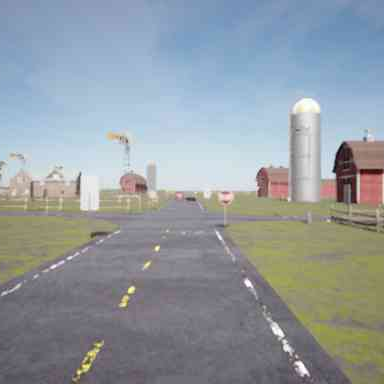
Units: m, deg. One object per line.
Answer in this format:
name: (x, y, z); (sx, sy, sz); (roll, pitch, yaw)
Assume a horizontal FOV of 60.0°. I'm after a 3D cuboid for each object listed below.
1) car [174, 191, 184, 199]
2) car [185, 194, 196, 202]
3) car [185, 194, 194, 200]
car: (-3.036, 0.729, 80.591); (2.150, 2.045, 5.566); (0, 0, -2)
car: (-0.097, 1.378, 76.524); (1.882, 1.535, 5.008); (0, 0, -2)
car: (-0.767, 1.334, 86.633); (1.882, 1.535, 5.008); (0, 0, -6)
